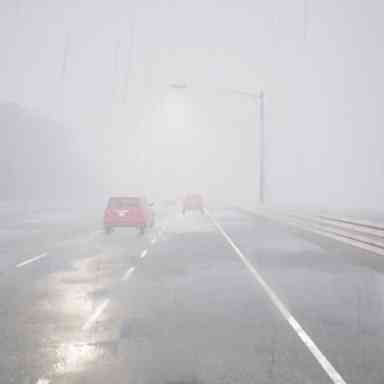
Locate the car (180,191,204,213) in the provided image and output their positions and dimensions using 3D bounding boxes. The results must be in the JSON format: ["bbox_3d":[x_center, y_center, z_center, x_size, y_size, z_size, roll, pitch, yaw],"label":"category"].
[{"bbox_3d":[0.086,1.231,36.804,2.150,2.045,5.566,0,0,0],"label":"car"}]

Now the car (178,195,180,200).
[{"bbox_3d":[-3.811,1.647,91.268,1.812,1.442,4.674,0,0,0],"label":"car"}]

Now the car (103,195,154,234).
[{"bbox_3d":[-3.498,1.211,19.215,2.150,2.045,5.566,0,0,0],"label":"car"}]

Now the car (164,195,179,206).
[{"bbox_3d":[-3.586,1.626,54.850,1.895,1.301,4.718,0,0,0],"label":"car"}]
